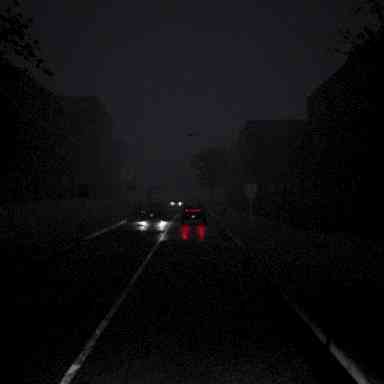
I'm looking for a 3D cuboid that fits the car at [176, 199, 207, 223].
[{"bbox_3d":[0.094,1.523,25.762,2.128,1.511,4.902,0,0,0],"label":"car"}]

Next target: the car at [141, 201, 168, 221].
[{"bbox_3d":[-3.111,1.539,27.970,1.837,1.490,4.892,0,0,0],"label":"car"}]

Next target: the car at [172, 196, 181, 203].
[{"bbox_3d":[-3.206,1.511,69.724,1.895,1.301,4.718,0,1,0],"label":"car"}]
